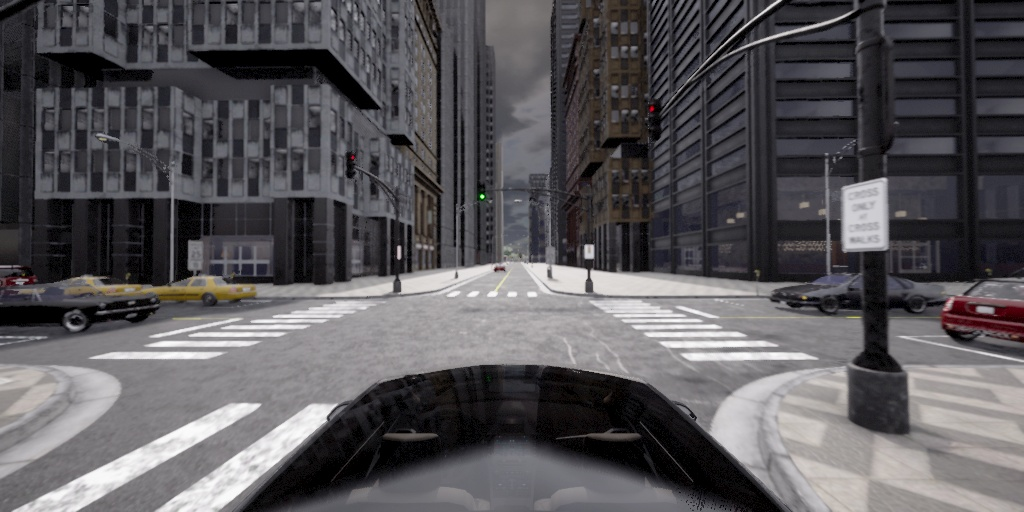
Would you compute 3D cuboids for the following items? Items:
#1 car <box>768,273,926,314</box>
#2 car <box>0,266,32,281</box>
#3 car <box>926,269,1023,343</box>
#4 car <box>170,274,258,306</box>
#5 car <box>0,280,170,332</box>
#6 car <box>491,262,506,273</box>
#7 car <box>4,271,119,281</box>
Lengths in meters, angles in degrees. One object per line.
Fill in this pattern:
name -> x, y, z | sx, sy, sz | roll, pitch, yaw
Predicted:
car -> 12.862, 1.351, 13.456 | 5.357, 1.411, 2.033 | 0, -1, 1
car -> -25.723, 1.392, 17.061 | 5.009, 1.841, 2.192 | 0, 0, 1
car -> 12.051, 1.166, 7.602 | 4.097, 1.591, 1.967 | 0, 0, 1
car -> -14.693, 1.533, 16.789 | 4.829, 1.417, 1.751 | 0, 0, 1
car -> -13.790, 1.521, 10.935 | 4.718, 1.301, 1.895 | 0, -1, 0
car -> -1.921, 1.961, 57.417 | 1.895, 1.301, 4.718 | 0, -1, 1
car -> -20.293, 1.568, 16.927 | 4.829, 1.417, 1.751 | 0, 0, 1
